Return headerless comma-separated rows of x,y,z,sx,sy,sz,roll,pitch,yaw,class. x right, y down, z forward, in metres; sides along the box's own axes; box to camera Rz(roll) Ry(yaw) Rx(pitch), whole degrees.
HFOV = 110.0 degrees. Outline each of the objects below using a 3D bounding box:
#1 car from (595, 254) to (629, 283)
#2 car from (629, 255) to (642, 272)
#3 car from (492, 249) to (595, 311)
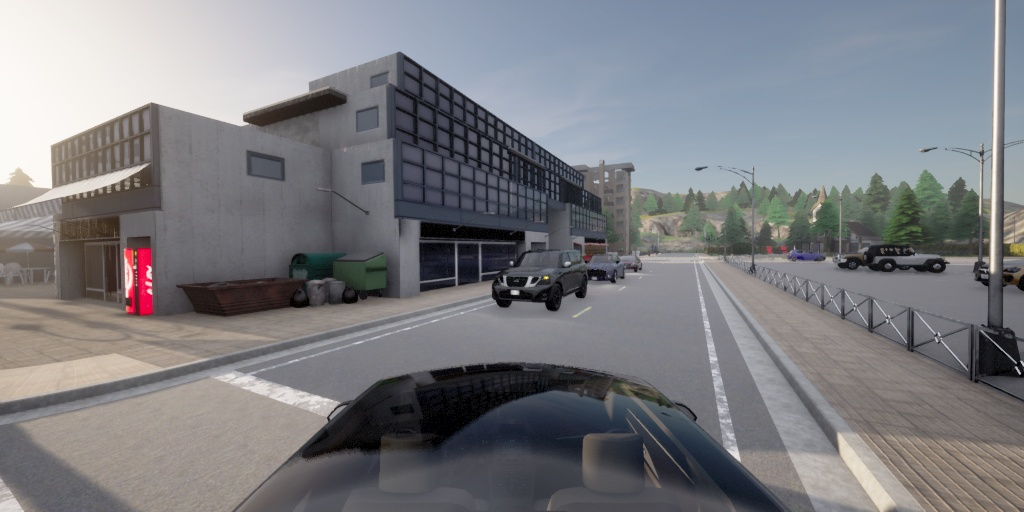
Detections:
5.744,0.659,22.595,2.097,1.767,4.553,0,1,27,car
10.340,0.607,31.737,1.812,1.442,4.674,0,1,27,car
1.330,0.747,13.804,2.150,2.045,5.566,0,1,27,car
